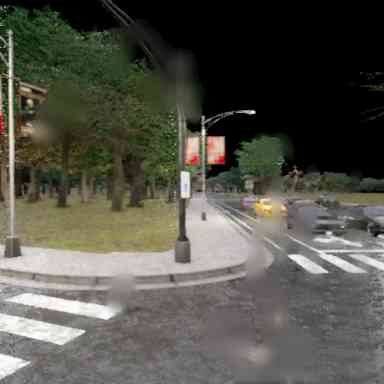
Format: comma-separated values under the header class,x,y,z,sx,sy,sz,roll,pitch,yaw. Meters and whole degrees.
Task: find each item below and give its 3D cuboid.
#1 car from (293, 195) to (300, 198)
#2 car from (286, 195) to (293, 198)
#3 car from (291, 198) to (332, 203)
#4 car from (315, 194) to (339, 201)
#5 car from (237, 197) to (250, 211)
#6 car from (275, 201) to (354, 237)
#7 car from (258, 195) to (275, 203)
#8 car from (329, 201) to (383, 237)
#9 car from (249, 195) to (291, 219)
class,x,y,z,sx,sy,sz,roll,pitch,yaw
car,13.028,1.212,43.404,1.837,1.490,4.892,0,0,0
car,9.651,1.239,38.280,1.882,1.535,5.008,0,0,0
car,9.600,1.427,27.911,1.895,1.301,4.718,0,0,0
car,16.266,1.054,40.764,2.097,1.767,4.553,0,0,0
car,6.400,1.311,37.902,1.812,1.442,4.674,0,0,0
car,6.261,1.460,17.745,2.033,1.411,5.357,0,0,1
car,13.004,1.242,58.203,1.895,1.301,4.718,0,0,0
car,9.506,1.438,17.638,2.033,1.411,5.357,0,0,1
car,6.347,1.327,27.637,1.882,1.535,5.008,0,0,0
